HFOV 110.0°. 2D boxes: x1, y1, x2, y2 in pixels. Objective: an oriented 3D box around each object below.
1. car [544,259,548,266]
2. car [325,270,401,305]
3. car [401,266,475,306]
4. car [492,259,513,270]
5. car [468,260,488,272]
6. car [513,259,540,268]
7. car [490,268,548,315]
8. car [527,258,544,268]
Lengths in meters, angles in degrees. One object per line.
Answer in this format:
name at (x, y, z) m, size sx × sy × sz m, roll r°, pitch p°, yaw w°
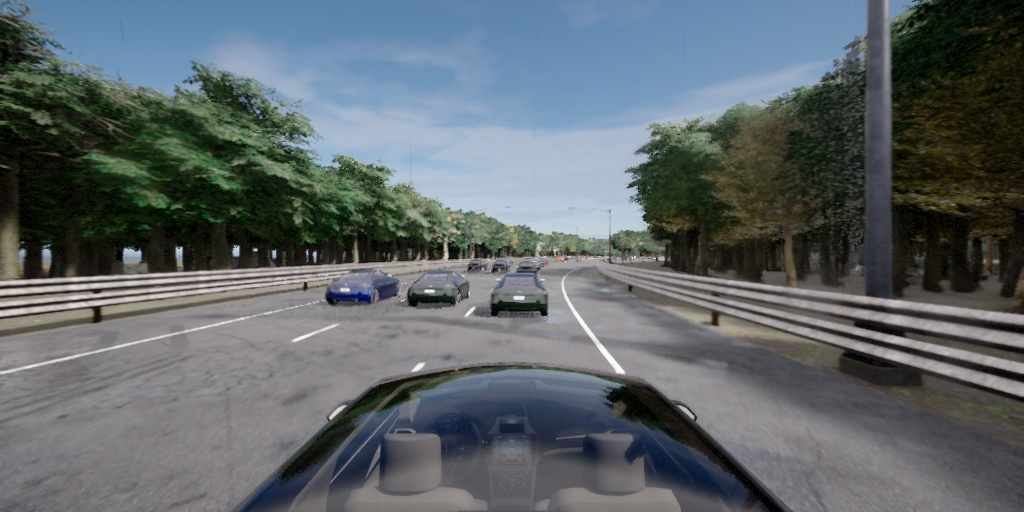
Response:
car at (4.503, 1.208, 60.633) m, size 2.128 × 1.511 × 4.902 m, roll 0°, pitch 0°, yaw 8°
car at (-6.533, 1.308, 16.218) m, size 1.994 × 1.385 × 4.181 m, roll 0°, pitch 0°, yaw 3°
car at (-3.051, 1.315, 15.671) m, size 1.994 × 1.385 × 4.181 m, roll 0°, pitch 0°, yaw 3°
car at (-1.175, 1.257, 42.481) m, size 1.837 × 1.490 × 4.892 m, roll 0°, pitch 0°, yaw 6°
car at (-4.347, 1.243, 45.853) m, size 1.837 × 1.490 × 4.892 m, roll 0°, pitch 0°, yaw 6°
car at (1.402, 1.262, 32.742) m, size 1.837 × 1.490 × 4.892 m, roll 0°, pitch 0°, yaw 4°
car at (0.301, 1.317, 13.531) m, size 1.994 × 1.385 × 4.181 m, roll 0°, pitch 0°, yaw 2°
car at (2.946, 1.343, 48.718) m, size 1.895 × 1.301 × 4.718 m, roll 0°, pitch 0°, yaw 7°
